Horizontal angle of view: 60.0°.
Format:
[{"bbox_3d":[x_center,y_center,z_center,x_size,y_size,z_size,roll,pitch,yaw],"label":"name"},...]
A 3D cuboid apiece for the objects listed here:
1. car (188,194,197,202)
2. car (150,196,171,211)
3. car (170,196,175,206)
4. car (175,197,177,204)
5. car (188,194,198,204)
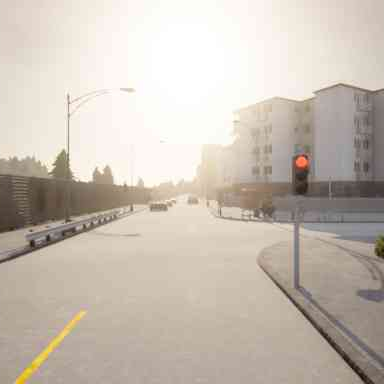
[{"bbox_3d":[0.093,1.354,77.315,2.097,1.767,4.553,0,0,0],"label":"car"},{"bbox_3d":[-4.045,1.563,41.339,1.994,1.385,4.181,0,0,0],"label":"car"},{"bbox_3d":[-4.033,1.525,51.425,1.812,1.442,4.674,0,0,0],"label":"car"},{"bbox_3d":[-3.950,1.546,66.111,2.033,1.411,5.357,0,0,1],"label":"car"},{"bbox_3d":[0.177,1.563,64.720,1.994,1.385,4.181,0,0,0],"label":"car"}]
